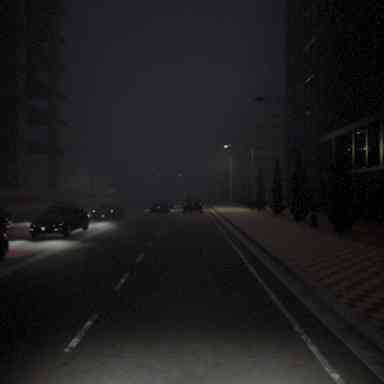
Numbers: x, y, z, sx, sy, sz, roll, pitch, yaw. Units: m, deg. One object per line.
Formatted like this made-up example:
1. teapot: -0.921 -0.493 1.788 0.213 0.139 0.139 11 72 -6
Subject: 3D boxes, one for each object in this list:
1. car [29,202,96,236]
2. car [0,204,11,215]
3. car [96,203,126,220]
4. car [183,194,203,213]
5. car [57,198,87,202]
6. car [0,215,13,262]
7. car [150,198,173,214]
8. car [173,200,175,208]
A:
1. car: -7.080 1.503 18.292 1.837 1.490 4.892 0 0 0
2. car: -10.591 1.350 15.846 2.097 1.767 4.553 0 0 0
3. car: -7.070 1.598 28.605 1.895 1.301 4.718 0 0 0
4. car: 0.081 1.350 36.284 2.097 1.767 4.553 0 0 0
5. car: -10.581 1.502 27.374 1.837 1.490 4.892 0 0 0
6. car: -7.081 1.563 9.385 1.994 1.385 4.181 0 0 0
7. car: -3.419 1.561 36.086 1.994 1.385 4.181 0 0 0
8. car: -3.591 1.560 48.351 1.994 1.385 4.181 0 0 -2
